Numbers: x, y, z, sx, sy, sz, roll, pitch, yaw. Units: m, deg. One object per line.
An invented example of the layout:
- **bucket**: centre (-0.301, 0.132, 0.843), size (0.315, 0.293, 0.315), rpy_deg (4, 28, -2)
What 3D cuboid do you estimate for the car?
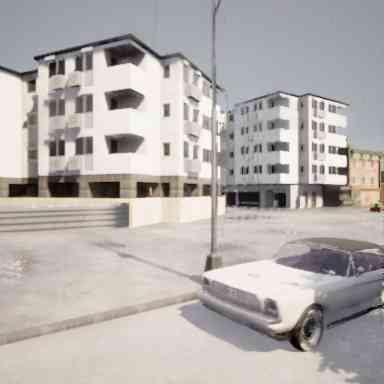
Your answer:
- **car**: centre (2.418, 1.593, 6.284), size (4.718, 1.301, 1.895), rpy_deg (0, 0, -35)
